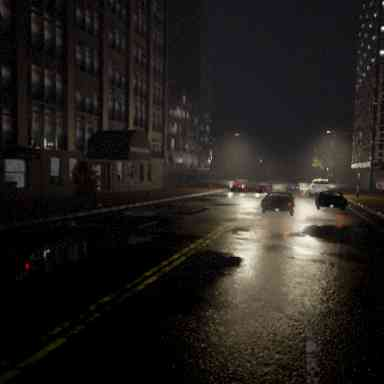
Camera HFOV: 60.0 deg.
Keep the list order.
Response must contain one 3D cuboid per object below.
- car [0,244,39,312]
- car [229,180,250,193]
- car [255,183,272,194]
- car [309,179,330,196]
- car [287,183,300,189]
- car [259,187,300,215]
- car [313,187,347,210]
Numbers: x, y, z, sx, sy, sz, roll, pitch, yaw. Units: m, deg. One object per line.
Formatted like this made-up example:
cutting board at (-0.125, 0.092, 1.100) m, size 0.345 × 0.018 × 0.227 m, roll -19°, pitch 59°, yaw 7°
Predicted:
car at (-4.042, 1.252, 3.157) m, size 2.033 × 1.411 × 5.357 m, roll 3°, pitch 3°, yaw 18°
car at (6.410, -0.839, 44.442) m, size 2.097 × 1.767 × 4.553 m, roll 3°, pitch 3°, yaw 19°
car at (9.572, -0.501, 43.683) m, size 1.994 × 1.385 × 4.181 m, roll 3°, pitch 3°, yaw 19°
car at (15.674, -0.530, 40.863) m, size 2.150 × 2.045 × 5.566 m, roll 3°, pitch 3°, yaw 18°
car at (15.249, -0.694, 49.835) m, size 2.033 × 1.411 × 5.357 m, roll 3°, pitch 3°, yaw 18°
car at (5.578, 0.627, 21.009) m, size 1.895 × 1.301 × 4.718 m, roll 3°, pitch 3°, yaw 18°
car at (10.195, 0.562, 24.604) m, size 1.895 × 1.301 × 4.718 m, roll 3°, pitch 3°, yaw 19°
